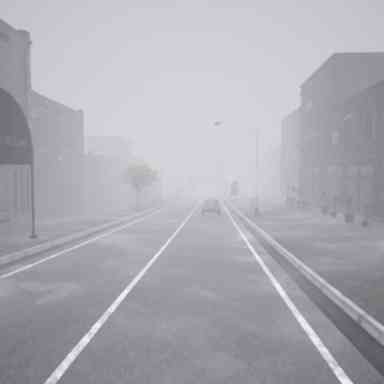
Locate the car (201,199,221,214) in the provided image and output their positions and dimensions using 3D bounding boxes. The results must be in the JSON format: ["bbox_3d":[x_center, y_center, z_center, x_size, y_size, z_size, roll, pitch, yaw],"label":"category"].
[{"bbox_3d":[1.858,1.359,32.482,2.033,1.411,5.357,0,1,3],"label":"car"}]
